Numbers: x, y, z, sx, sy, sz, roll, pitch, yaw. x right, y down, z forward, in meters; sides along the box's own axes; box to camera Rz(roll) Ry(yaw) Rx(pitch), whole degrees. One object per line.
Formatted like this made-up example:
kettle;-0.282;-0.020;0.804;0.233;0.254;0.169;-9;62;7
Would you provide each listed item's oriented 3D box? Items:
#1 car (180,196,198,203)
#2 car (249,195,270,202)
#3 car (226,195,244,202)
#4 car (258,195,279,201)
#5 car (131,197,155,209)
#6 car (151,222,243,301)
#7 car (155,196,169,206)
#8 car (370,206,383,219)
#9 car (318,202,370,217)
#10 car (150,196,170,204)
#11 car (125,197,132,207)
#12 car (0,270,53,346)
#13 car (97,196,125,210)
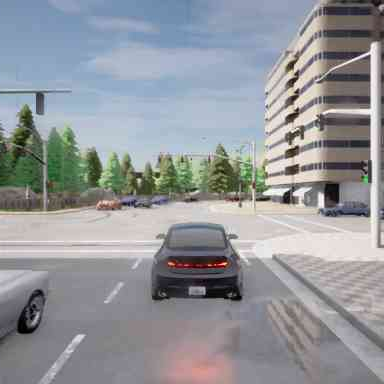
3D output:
car;-0.611;1.477;68.307;1.882;1.535;5.008;0;0;32
car;15.227;1.595;74.763;4.718;1.301;1.895;0;0;-33
car;9.753;1.478;75.037;5.008;1.535;1.882;0;0;-41
car;18.554;1.500;80.548;4.892;1.490;1.837;0;0;-22
car;-6.723;1.564;46.087;1.994;1.385;4.181;0;0;0
car;0.121;1.505;8.324;1.837;1.490;4.892;0;0;1
car;-5.610;1.478;55.892;1.882;1.535;5.008;0;0;14
car;17.713;1.581;27.475;4.674;1.442;1.812;0;0;0
car;14.619;1.603;30.987;5.357;1.411;2.033;0;0;0
car;-6.210;1.503;65.012;1.837;1.490;4.892;0;0;24
car;-9.845;1.478;51.075;1.882;1.535;5.008;0;0;7
car;-3.424;1.601;3.805;1.895;1.301;4.718;0;0;0
car;-10.380;1.352;41.864;2.097;1.767;4.553;0;0;2
